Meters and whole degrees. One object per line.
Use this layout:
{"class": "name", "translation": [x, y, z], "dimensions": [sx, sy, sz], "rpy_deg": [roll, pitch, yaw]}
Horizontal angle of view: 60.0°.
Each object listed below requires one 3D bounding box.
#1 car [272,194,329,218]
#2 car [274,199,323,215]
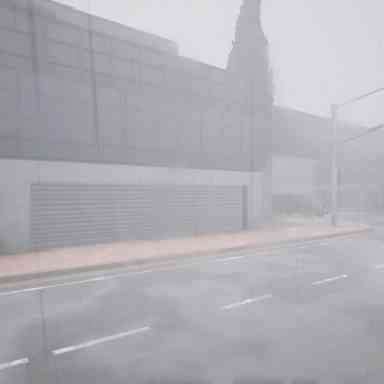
{"class": "car", "translation": [9.615, 1.222, 30.422], "dimensions": [2.150, 2.045, 5.566], "rpy_deg": [0, 0, -37]}
{"class": "car", "translation": [10.960, 1.526, 34.480], "dimensions": [1.812, 1.442, 4.674], "rpy_deg": [0, 0, -37]}
